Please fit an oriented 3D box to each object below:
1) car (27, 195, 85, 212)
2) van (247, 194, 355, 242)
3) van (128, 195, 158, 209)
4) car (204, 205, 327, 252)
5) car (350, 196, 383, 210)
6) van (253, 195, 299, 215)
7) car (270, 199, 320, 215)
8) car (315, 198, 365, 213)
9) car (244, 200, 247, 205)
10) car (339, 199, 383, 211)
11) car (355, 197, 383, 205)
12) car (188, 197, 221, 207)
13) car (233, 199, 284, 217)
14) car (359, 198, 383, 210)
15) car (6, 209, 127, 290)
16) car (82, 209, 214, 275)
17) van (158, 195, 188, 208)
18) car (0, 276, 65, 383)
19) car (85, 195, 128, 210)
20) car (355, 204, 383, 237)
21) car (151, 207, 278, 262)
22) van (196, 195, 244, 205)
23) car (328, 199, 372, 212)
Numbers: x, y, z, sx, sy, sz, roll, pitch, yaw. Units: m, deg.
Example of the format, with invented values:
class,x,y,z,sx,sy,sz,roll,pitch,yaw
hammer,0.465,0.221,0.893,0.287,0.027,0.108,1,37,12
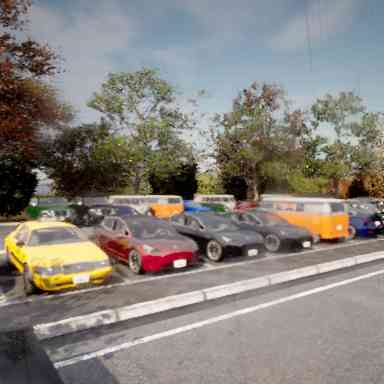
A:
class,x,y,z,sx,sy,sz,roll,pitch,yaw
car,-9.213,1.245,21.641,2.435,2.045,5.566,0,0,-35
van,4.995,1.259,15.869,1.878,1.987,4.442,0,0,-35
van,-4.646,1.263,24.778,1.878,1.987,4.442,0,0,-35
car,2.817,1.519,14.142,2.163,1.488,4.792,0,0,-35
car,24.513,1.515,45.683,2.185,1.767,4.553,1,0,-35
van,8.660,1.277,34.521,1.878,1.987,4.442,0,0,-35
car,11.102,1.551,36.078,2.163,1.488,4.792,1,0,-35
car,17.965,1.579,40.764,1.946,1.575,5.366,1,0,-35
car,4.300,1.511,31.314,2.163,1.488,4.792,0,0,-35
car,22.391,1.651,44.100,2.163,1.488,4.792,1,0,-35
car,9.569,1.354,19.015,2.185,1.767,4.553,0,0,-35
car,-0.200,1.480,28.087,2.097,1.535,5.008,0,0,-35
car,6.451,1.519,32.843,2.163,1.488,4.792,0,0,-35
car,26.792,1.661,47.258,2.097,1.535,5.008,1,0,-35
car,-3.881,1.498,9.190,1.946,1.575,5.366,0,0,-35
car,-1.709,1.527,10.926,2.163,1.488,4.792,0,0,-35
van,-2.523,1.259,26.573,1.878,1.987,4.442,0,0,-35
car,-3.073,1.604,1.494,4.718,1.301,1.895,0,0,-36
car,-6.954,1.241,23.245,2.435,2.045,5.566,0,0,-35
car,7.309,1.510,17.407,2.163,1.488,4.792,0,0,-35
car,0.554,1.523,12.534,2.163,1.488,4.792,0,0,-35
van,2.136,1.253,29.608,1.878,1.987,4.442,0,0,-36
car,20.117,1.642,42.517,2.002,1.452,4.674,1,0,-35
